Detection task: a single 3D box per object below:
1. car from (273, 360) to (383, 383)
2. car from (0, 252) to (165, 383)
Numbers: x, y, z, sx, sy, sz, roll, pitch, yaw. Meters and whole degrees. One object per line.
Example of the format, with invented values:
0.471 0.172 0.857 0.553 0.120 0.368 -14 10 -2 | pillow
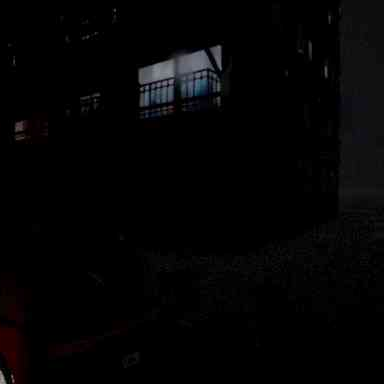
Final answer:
2.167 1.573 1.330 4.313 1.339 1.947 0 0 36 | car
-2.421 1.517 4.603 4.507 1.381 1.887 0 0 35 | car
